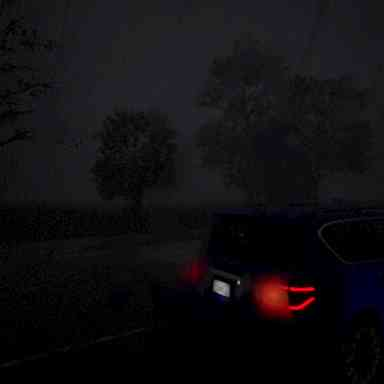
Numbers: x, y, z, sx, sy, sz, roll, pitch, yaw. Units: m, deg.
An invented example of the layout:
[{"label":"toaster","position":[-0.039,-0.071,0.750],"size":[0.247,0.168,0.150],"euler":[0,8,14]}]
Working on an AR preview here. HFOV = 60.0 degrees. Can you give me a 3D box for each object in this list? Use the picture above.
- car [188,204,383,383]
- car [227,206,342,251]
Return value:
[{"label":"car","position":[2.583,1.217,5.356],"size":[5.566,2.045,2.150],"euler":[0,0,-33]},{"label":"car","position":[4.151,1.473,14.757],"size":[4.902,1.511,2.128],"euler":[0,0,-31]}]
